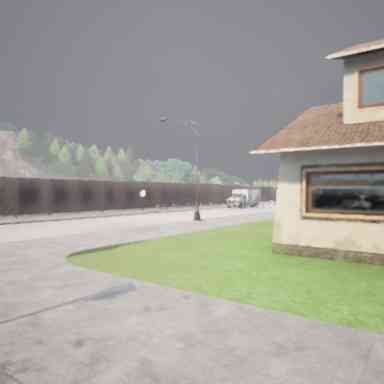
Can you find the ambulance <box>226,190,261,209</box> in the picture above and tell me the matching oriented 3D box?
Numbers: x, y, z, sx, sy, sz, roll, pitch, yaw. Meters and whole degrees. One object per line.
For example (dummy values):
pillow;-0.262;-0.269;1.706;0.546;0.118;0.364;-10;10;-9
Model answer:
ambulance;6.863;0.899;44.412;2.351;2.431;6.366;0;0;35
